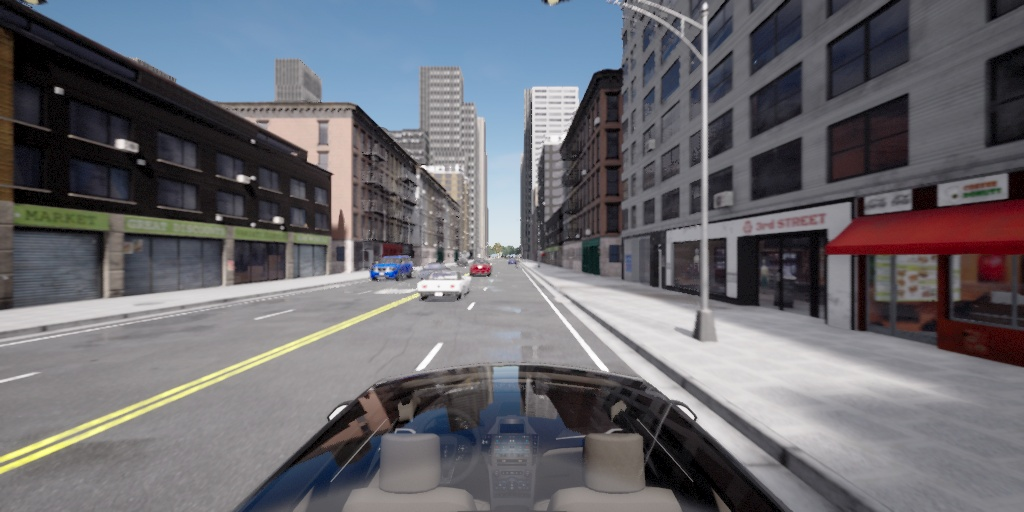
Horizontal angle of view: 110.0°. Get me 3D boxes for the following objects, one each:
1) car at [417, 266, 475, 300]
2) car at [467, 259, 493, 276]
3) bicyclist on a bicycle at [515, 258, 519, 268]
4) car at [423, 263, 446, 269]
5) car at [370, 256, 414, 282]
[{"bbox_3d":[-3.149,1.362,17.674,1.895,1.301,4.718,0,0,0],"label":"car"},{"bbox_3d":[-3.145,1.136,37.409,2.097,1.767,4.553,0,0,0],"label":"car"},{"bbox_3d":[0.901,1.182,58.447,0.659,1.776,1.843,0,0,0],"label":"bicyclist on a bicycle"},{"bbox_3d":[-6.595,1.324,30.954,2.033,1.411,5.357,0,0,0],"label":"car"},{"bbox_3d":[-9.843,0.996,29.842,2.150,2.045,5.566,0,0,0],"label":"car"}]
